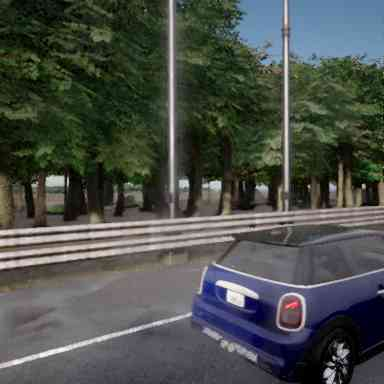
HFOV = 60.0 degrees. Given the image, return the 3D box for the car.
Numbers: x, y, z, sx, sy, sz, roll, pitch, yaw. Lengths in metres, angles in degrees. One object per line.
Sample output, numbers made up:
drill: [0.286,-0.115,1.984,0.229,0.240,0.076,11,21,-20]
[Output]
car: [2.266,1.312,5.312,4.553,1.767,2.097,-1,0,-35]
